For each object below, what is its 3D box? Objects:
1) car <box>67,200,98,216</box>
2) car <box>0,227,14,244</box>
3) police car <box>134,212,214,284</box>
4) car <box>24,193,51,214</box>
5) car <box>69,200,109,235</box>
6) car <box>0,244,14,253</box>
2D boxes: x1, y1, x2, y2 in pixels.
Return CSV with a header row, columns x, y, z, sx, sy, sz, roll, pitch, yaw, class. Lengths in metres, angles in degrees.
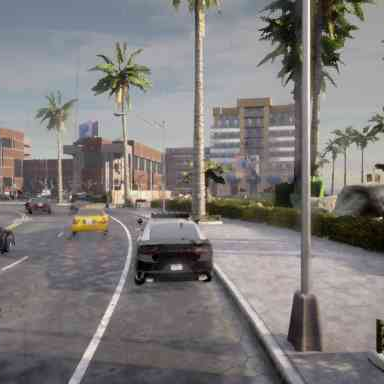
x,y,z,sx,sy,sz,roll,pitch,yaw,class
-11.108,1.538,33.460,2.033,1.411,5.357,0,0,-28,car
-7.541,1.558,10.942,1.994,1.385,4.181,0,0,-8,car
-0.655,1.424,9.771,1.930,1.638,5.238,0,0,-7,police car
-16.457,1.338,35.346,2.097,1.767,4.553,0,0,-32,car
-5.705,1.453,18.873,1.801,1.575,5.366,0,0,-14,car
-3.245,1.504,2.076,1.837,1.490,4.892,0,0,-2,car
